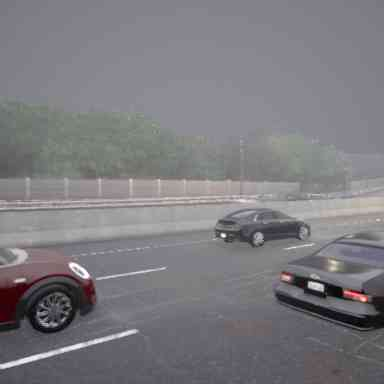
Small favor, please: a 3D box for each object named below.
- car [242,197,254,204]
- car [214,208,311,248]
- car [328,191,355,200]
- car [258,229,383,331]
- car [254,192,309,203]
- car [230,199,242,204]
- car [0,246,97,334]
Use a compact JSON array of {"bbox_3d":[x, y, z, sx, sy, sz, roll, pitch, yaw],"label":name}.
[{"bbox_3d":[7.965,1.250,35.352,4.892,1.490,1.837,-1,0,-35],"label":"car"},{"bbox_3d":[3.219,1.457,14.617,4.892,1.490,1.837,-1,0,-35],"label":"car"},{"bbox_3d":[22.220,0.767,49.527,4.553,1.767,2.097,-1,1,-35],"label":"car"},{"bbox_3d":[4.001,1.528,6.713,5.357,1.411,2.033,0,0,-35],"label":"car"},{"bbox_3d":[8.870,0.989,31.715,5.566,2.045,2.150,-1,1,-35],"label":"car"},{"bbox_3d":[7.307,1.276,43.447,4.718,1.301,1.895,-1,1,-35],"label":"car"},{"bbox_3d":[-3.910,1.353,5.259,4.553,1.767,2.097,0,0,-35],"label":"car"}]
